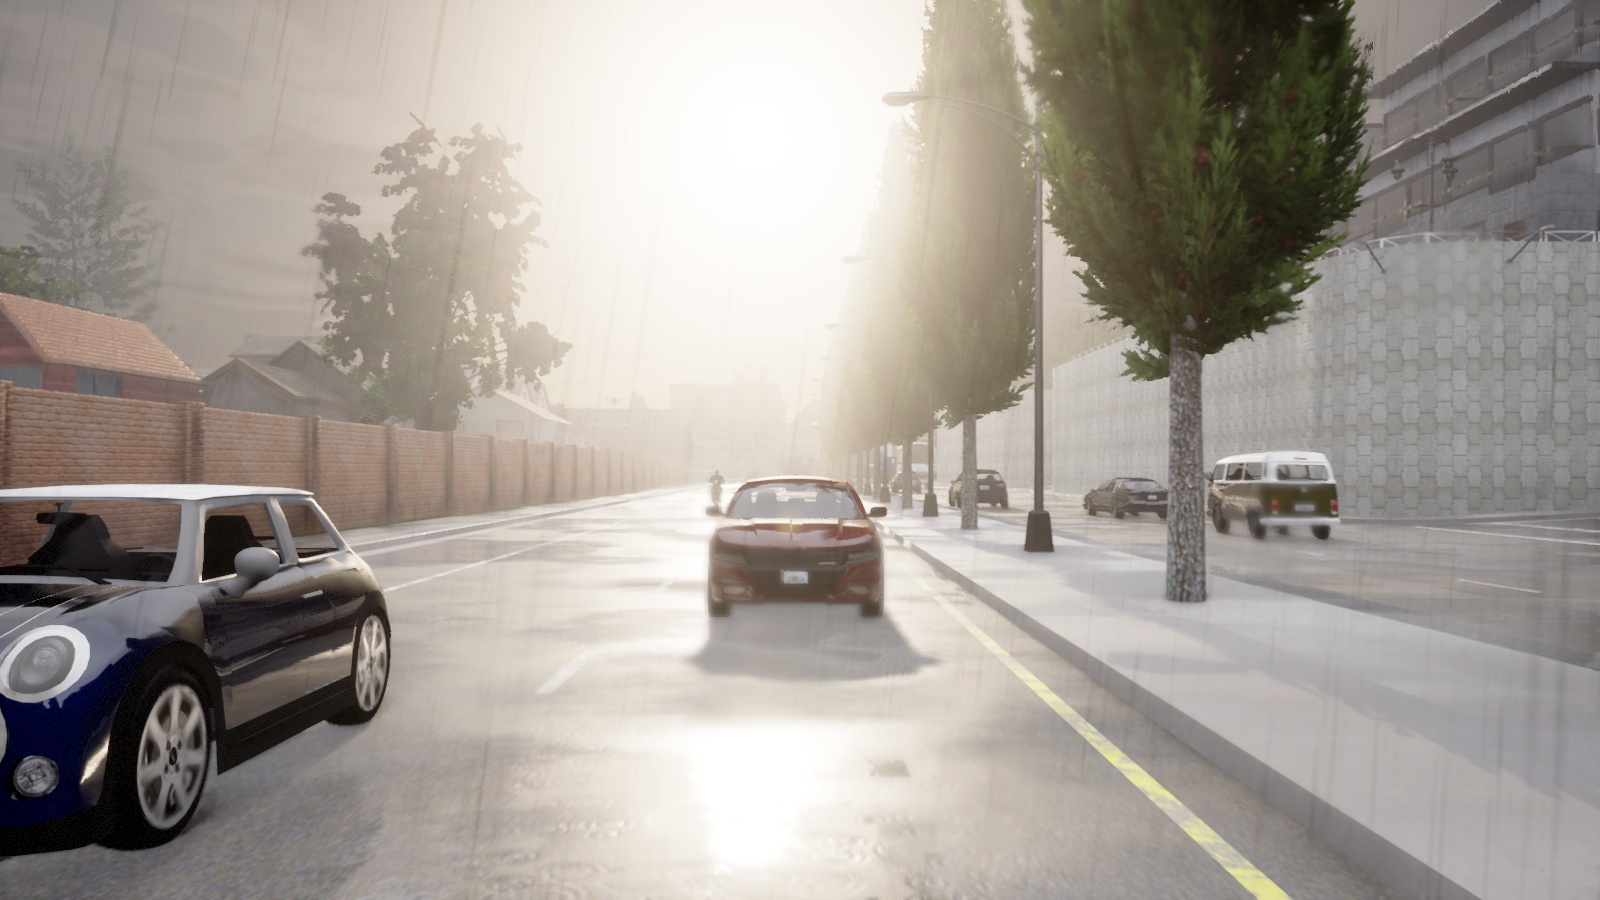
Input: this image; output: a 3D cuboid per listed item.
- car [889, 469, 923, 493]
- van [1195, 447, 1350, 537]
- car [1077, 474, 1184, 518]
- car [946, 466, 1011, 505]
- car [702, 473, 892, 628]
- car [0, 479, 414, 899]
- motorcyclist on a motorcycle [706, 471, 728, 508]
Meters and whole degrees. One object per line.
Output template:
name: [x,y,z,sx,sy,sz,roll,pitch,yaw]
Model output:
car: [7.776,2.237,92.260,2.033,1.649,4.856,-1,0,0]
van: [11.423,0.993,30.710,2.069,2.038,4.480,0,-1,0]
car: [11.402,1.550,43.800,2.033,1.411,5.357,0,-1,-3]
car: [7.864,1.561,55.769,2.242,1.667,4.611,0,-1,0]
car: [-0.037,1.044,15.006,1.882,1.535,5.008,0,-1,0]
car: [-3.516,0.900,6.348,1.970,1.475,3.806,0,-1,0]
motorcyclist on a motorcycle: [-3.634,1.706,55.157,0.866,1.590,1.817,0,-1,0]
